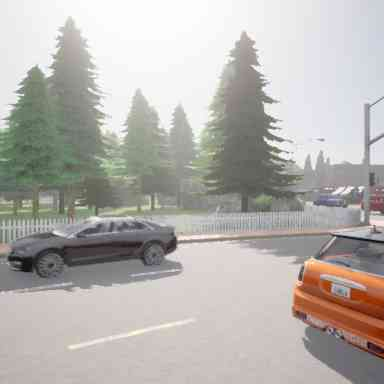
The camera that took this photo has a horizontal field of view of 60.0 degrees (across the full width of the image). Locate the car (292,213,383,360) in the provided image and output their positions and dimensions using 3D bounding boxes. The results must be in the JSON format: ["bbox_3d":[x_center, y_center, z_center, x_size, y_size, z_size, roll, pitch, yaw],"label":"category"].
[{"bbox_3d":[3.926,1.352,5.437,4.553,1.767,2.097,0,0,-26],"label":"car"}]

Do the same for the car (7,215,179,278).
[{"bbox_3d":[-2.791,1.491,10.089,4.902,1.511,2.128,0,0,-29],"label":"car"}]

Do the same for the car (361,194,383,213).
[{"bbox_3d":[19.339,1.277,33.199,2.150,2.045,5.566,0,0,-8],"label":"car"}]

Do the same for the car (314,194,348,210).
[{"bbox_3d":[17.968,1.277,43.464,2.150,2.045,5.566,0,0,-8],"label":"car"}]
